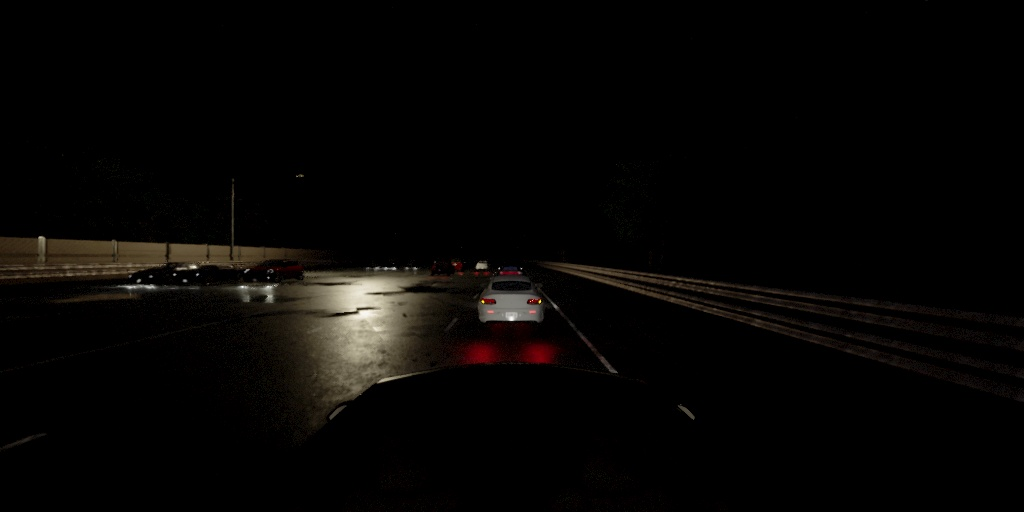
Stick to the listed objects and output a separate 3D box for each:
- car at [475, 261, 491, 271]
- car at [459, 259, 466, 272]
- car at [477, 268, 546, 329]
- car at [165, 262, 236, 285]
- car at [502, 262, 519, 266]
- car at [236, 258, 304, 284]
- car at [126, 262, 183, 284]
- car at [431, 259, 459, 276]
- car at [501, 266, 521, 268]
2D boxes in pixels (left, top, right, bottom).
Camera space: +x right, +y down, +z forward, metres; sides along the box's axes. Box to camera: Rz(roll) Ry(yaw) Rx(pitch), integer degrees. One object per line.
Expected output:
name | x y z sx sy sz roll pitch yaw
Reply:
car | -3.965 1.388 50.071 1.812 1.442 4.674 0 0 0
car | -7.434 1.189 48.622 2.097 1.767 4.553 0 0 -1
car | -0.016 1.278 11.082 1.812 1.442 4.674 0 0 0
car | -20.930 1.279 25.103 1.895 1.301 4.718 0 0 -2
car | -0.137 1.357 27.420 1.994 1.385 4.181 0 0 0
car | -17.468 1.052 26.513 2.097 1.767 4.553 0 0 -2
car | -24.493 1.158 26.110 2.033 1.411 5.357 1 2 -2
car | -7.193 1.273 37.762 1.882 1.535 5.008 0 0 -1
car | -0.052 1.368 18.630 1.895 1.301 4.718 0 0 0
